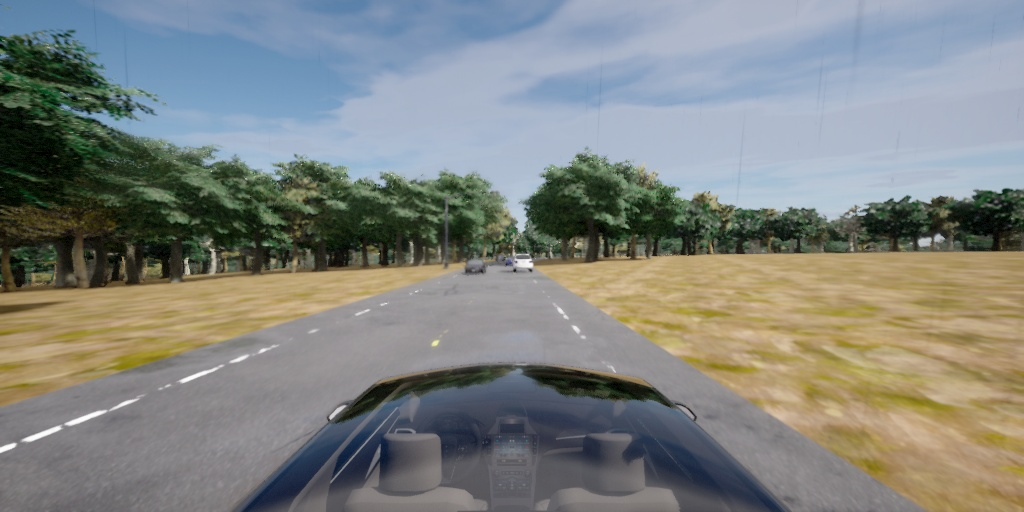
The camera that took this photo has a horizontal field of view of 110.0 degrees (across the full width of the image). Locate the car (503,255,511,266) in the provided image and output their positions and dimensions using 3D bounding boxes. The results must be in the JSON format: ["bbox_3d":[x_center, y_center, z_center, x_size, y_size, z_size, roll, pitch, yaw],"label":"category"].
[{"bbox_3d":[0.060,0.757,59.836,2.097,1.767,4.553,0,1,2],"label":"car"}]

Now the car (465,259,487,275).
[{"bbox_3d":[-3.595,1.076,36.158,1.882,1.535,5.008,0,0,0],"label":"car"}]

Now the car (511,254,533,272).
[{"bbox_3d":[1.219,0.786,41.283,2.150,2.045,5.566,0,0,0],"label":"car"}]
